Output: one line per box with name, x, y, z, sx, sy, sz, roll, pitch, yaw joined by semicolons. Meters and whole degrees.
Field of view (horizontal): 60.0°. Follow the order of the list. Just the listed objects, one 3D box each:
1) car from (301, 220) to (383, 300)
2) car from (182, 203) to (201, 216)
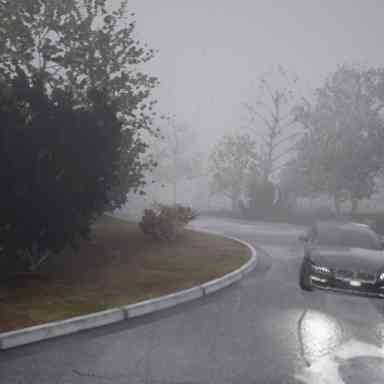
car;3.940;1.543;8.720;1.837;1.490;4.892;3;0;19
car;-1.135;1.728;31.397;2.033;1.411;5.357;1;-1;-28
